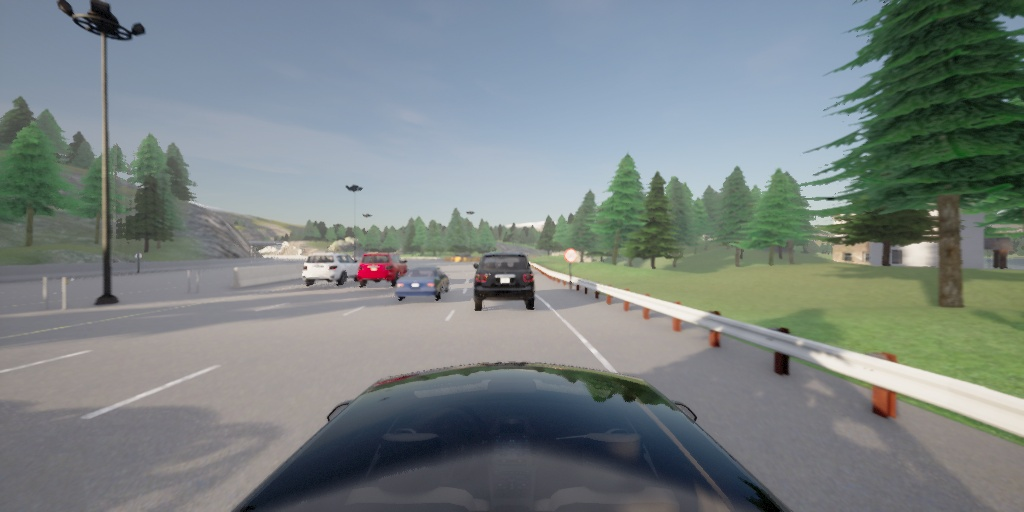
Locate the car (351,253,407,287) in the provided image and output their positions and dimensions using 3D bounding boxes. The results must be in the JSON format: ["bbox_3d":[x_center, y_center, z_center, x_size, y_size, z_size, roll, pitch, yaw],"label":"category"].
[{"bbox_3d":[-8.137,0.833,23.046,2.150,2.045,5.566,0,0,-6],"label":"car"}]

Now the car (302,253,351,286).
[{"bbox_3d":[-11.740,0.841,23.790,2.150,2.045,5.566,0,0,-6],"label":"car"}]

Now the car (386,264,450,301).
[{"bbox_3d":[-4.032,1.194,16.756,2.033,1.411,5.357,0,0,-4],"label":"car"}]

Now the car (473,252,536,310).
[{"bbox_3d":[-0.370,0.873,14.327,2.150,2.045,5.566,0,0,-3],"label":"car"}]
